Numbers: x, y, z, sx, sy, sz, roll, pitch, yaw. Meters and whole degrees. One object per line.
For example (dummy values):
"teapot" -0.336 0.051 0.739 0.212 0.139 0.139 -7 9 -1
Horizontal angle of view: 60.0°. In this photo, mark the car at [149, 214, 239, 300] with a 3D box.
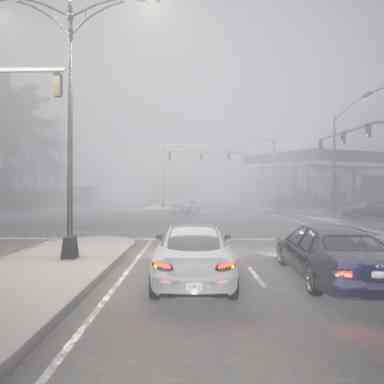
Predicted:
"car" 0.036 1.513 8.218 1.812 1.442 4.674 0 0 0

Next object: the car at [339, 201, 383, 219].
"car" 14.761 1.511 27.708 4.674 1.442 1.812 0 0 -1

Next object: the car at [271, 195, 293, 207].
"car" 12.911 1.241 47.843 2.242 1.667 4.611 0 0 0

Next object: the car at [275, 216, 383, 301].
"car" 3.515 1.542 8.524 2.033 1.411 5.357 0 0 3

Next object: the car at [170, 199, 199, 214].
"car" -0.673 1.468 33.279 1.812 1.442 4.674 1 0 18

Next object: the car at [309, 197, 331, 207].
"car" 18.651 1.413 48.642 1.970 1.475 3.806 0 0 0
